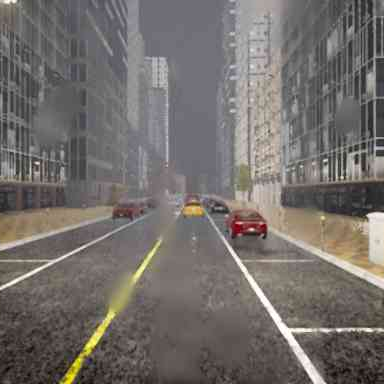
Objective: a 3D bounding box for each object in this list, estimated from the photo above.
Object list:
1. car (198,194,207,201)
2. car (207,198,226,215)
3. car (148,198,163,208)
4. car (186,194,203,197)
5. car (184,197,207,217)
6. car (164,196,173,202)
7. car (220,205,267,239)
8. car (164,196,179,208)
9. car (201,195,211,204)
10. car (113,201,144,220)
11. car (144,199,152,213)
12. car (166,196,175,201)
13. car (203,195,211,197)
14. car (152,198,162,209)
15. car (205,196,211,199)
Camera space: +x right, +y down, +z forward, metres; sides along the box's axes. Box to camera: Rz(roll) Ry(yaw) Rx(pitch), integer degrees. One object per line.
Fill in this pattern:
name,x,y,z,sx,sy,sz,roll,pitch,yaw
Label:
car,2.865,1.408,91.396,2.192,1.841,5.009,0,0,0
car,2.757,1.624,34.473,1.947,1.339,4.313,0,0,0
car,-5.592,1.644,51.574,1.947,1.339,4.313,0,0,0
car,0.095,1.296,47.466,2.150,2.045,5.566,0,0,0
car,0.150,1.513,31.488,1.801,1.575,5.366,0,0,0
car,-5.538,1.618,79.867,1.752,1.417,4.829,0,0,0
car,2.725,1.579,17.397,1.887,1.381,4.507,0,0,0
car,-2.990,1.676,48.959,1.895,1.301,4.718,0,0,0
car,2.822,1.528,68.627,1.967,1.590,4.097,0,0,0
car,-5.634,1.597,28.803,1.887,1.381,4.507,0,0,0
car,-5.624,1.642,34.497,1.802,1.307,4.206,0,0,0
car,-5.528,1.644,85.731,2.008,1.369,4.403,0,0,0
car,2.800,1.647,57.242,1.947,1.339,4.313,0,0,0
car,-5.602,1.617,45.882,1.887,1.381,4.507,0,0,0
car,2.778,1.637,45.858,1.947,1.339,4.313,0,0,0
